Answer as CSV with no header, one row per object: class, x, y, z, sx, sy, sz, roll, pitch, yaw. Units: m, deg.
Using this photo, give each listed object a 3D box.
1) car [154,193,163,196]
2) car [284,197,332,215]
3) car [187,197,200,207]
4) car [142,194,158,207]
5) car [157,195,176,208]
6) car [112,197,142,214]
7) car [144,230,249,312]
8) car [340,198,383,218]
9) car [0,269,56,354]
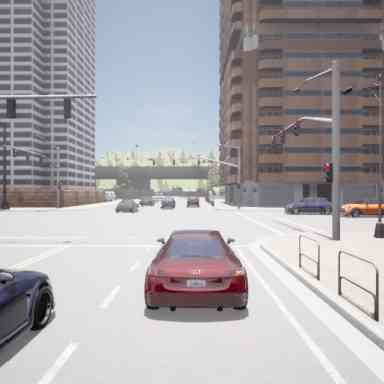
car,-6.893,1.222,67.677,2.150,2.045,5.566,0,0,1
car,11.601,1.352,33.240,4.553,1.767,2.097,0,0,2
car,0.194,1.491,52.466,2.128,1.511,4.902,0,0,0
car,-6.995,1.504,52.115,1.837,1.490,4.892,0,0,0
car,-3.315,1.547,47.499,2.033,1.411,5.357,0,0,0
car,-7.030,1.525,36.215,1.812,1.442,4.674,0,0,0
car,0.094,1.564,7.815,1.994,1.385,4.181,0,0,1
car,15.571,1.352,29.652,4.553,1.767,2.097,0,0,1
car,-3.432,1.564,4.247,1.994,1.385,4.181,0,0,1
